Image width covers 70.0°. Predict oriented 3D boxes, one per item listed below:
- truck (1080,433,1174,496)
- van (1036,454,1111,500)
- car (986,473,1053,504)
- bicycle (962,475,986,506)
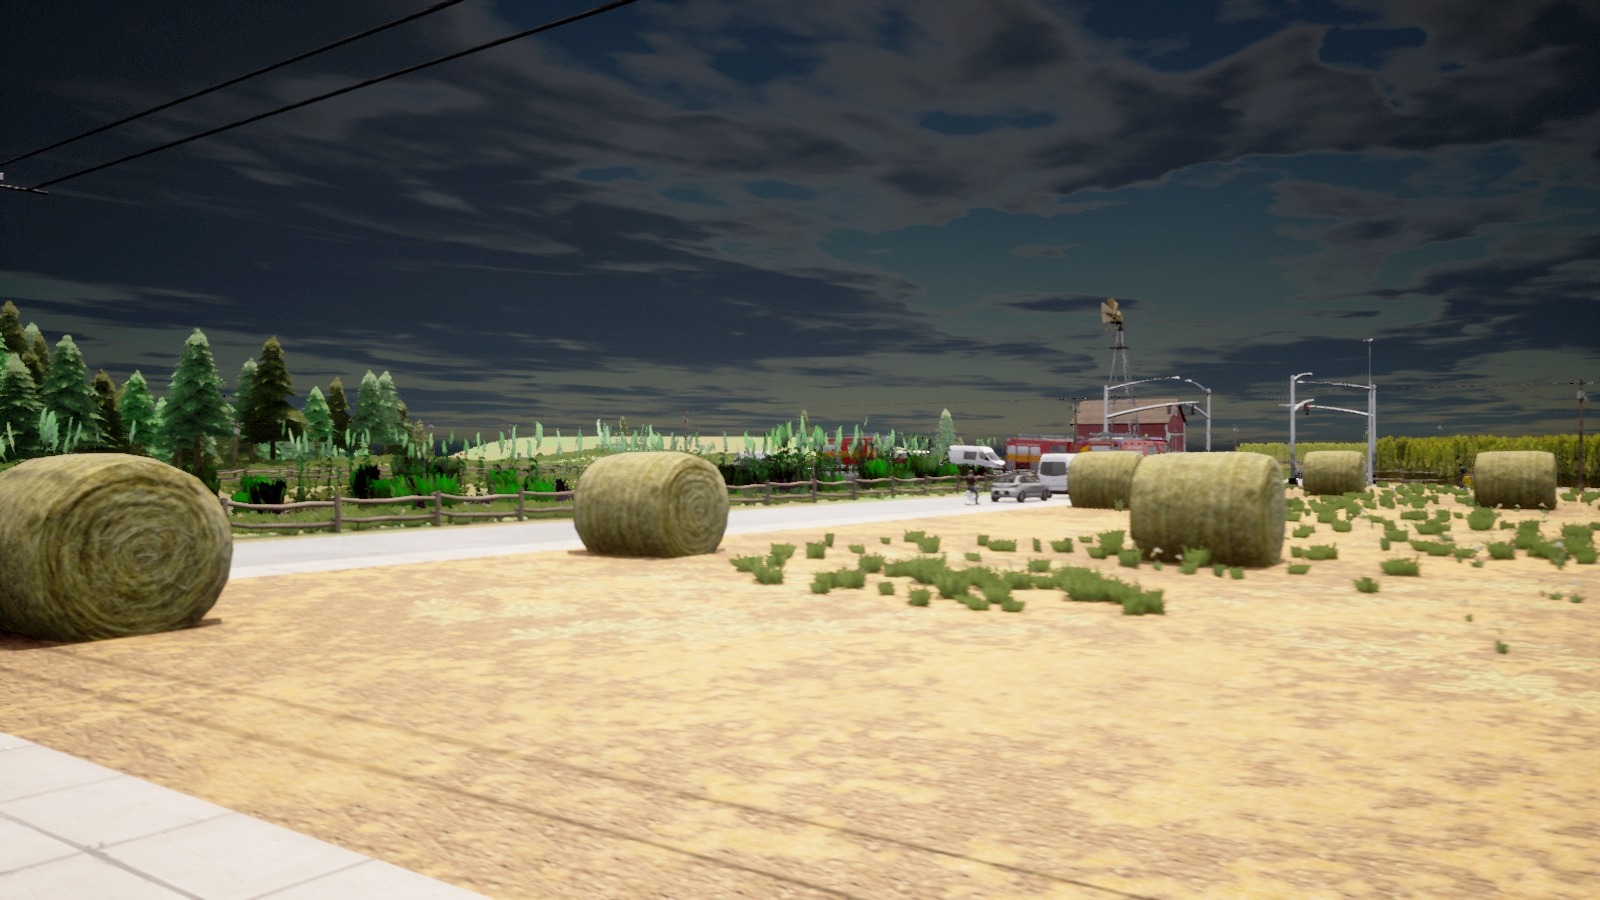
[{"bbox_3d":[21.071,0.857,73.258,2.891,3.827,8.468,0,0,38],"label":"truck"},{"bbox_3d":[16.003,1.500,66.703,1.988,2.561,5.915,0,0,38],"label":"van"},{"bbox_3d":[11.815,2.032,61.297,1.816,1.474,4.193,0,0,38],"label":"car"},{"bbox_3d":[8.722,2.026,57.327,0.329,1.471,1.835,0,0,38],"label":"bicycle"}]
